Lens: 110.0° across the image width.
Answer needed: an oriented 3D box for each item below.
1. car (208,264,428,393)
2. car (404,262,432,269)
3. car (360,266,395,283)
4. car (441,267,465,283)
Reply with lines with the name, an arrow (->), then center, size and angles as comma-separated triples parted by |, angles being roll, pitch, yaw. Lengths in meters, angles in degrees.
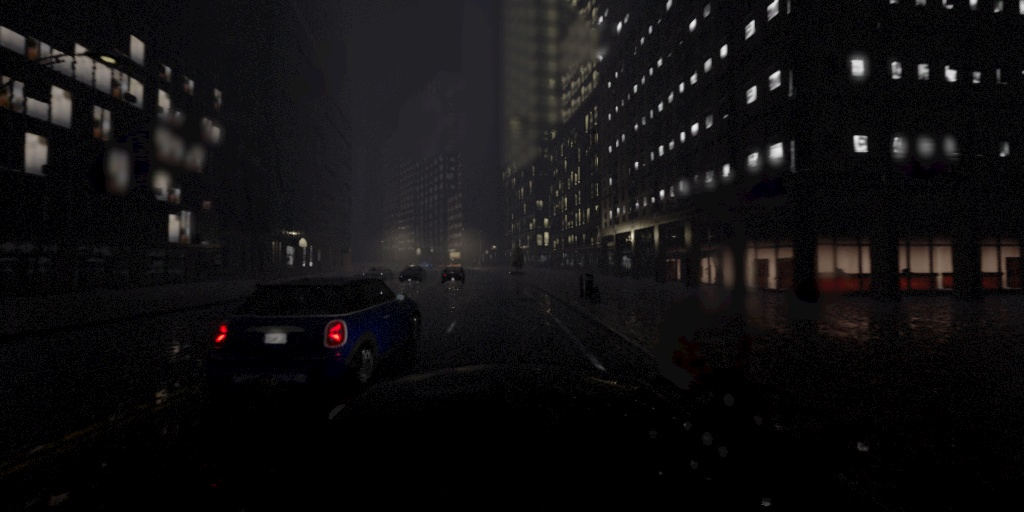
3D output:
car -> -3.265, 1.155, 7.016 | 2.097, 1.767, 4.553 | 0, 0, -1
car -> -8.464, 1.531, 31.121 | 2.033, 1.411, 5.357 | 0, 0, -7
car -> -11.867, 1.598, 32.018 | 1.895, 1.301, 4.718 | 0, 0, -7
car -> -4.939, 1.572, 30.620 | 1.895, 1.301, 4.718 | 0, 0, -7
